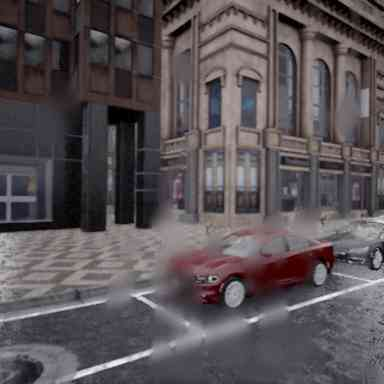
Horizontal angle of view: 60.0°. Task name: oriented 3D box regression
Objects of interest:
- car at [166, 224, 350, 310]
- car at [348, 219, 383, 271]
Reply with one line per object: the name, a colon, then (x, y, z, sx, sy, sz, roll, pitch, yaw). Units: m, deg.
car: (1.525, 1.564, 7.841, 4.507, 1.381, 1.887, 0, 1, -36)
car: (5.967, 1.589, 11.013, 4.403, 1.369, 2.008, 0, 1, -36)
